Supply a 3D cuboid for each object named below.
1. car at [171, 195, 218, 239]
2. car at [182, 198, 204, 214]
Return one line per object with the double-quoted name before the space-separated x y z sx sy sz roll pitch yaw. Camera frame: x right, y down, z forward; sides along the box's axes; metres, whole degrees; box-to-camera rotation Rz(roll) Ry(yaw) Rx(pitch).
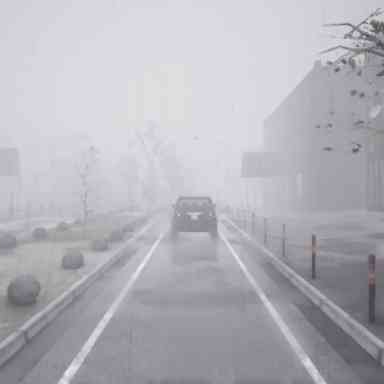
"car" 0.104 1.147 16.917 2.150 2.045 5.566 0 0 0
"car" 0.106 1.408 34.092 2.128 1.511 4.902 0 -1 0
